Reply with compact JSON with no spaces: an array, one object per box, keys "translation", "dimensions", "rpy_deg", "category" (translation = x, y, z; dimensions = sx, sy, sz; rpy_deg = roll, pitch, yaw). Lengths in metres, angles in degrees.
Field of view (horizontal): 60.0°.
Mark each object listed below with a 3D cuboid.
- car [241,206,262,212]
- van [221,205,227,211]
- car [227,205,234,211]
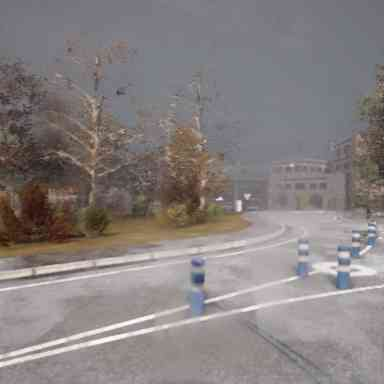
[{"translation":[14.289,4.027,77.213],"dimensions":[2.002,1.452,4.674],"rpy_deg":[4,-5,-30],"category":"car"},{"translation":[8.659,4.423,86.784],"dimensions":[1.878,1.987,4.442],"rpy_deg":[2,-4,-30],"category":"van"},{"translation":[11.498,4.343,81.937],"dimensions":[2.163,1.488,4.792],"rpy_deg":[2,-4,-30],"category":"car"}]
